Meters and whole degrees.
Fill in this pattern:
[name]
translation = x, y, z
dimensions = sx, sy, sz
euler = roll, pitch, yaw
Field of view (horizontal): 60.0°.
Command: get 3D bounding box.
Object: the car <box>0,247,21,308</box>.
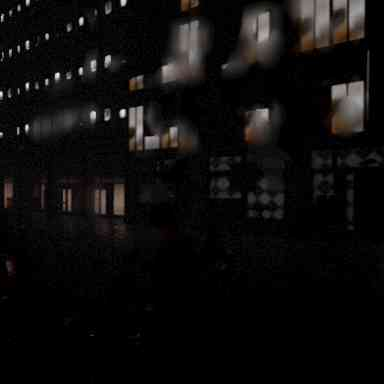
[car]
translation = -5.242, 1.424, 6.599
dimensions = 4.097, 1.590, 1.967
euler = 0, 1, 35
